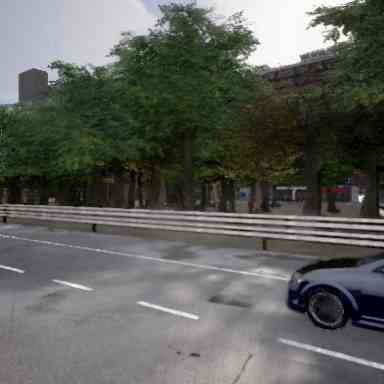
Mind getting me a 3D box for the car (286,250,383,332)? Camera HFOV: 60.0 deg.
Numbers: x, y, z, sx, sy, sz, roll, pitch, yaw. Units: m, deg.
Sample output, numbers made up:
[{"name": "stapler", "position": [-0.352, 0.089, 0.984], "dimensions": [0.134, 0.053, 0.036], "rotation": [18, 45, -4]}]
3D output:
[{"name": "car", "position": [3.764, 1.568, 5.484], "dimensions": [4.181, 1.385, 1.994], "rotation": [0, 0, 35]}]
